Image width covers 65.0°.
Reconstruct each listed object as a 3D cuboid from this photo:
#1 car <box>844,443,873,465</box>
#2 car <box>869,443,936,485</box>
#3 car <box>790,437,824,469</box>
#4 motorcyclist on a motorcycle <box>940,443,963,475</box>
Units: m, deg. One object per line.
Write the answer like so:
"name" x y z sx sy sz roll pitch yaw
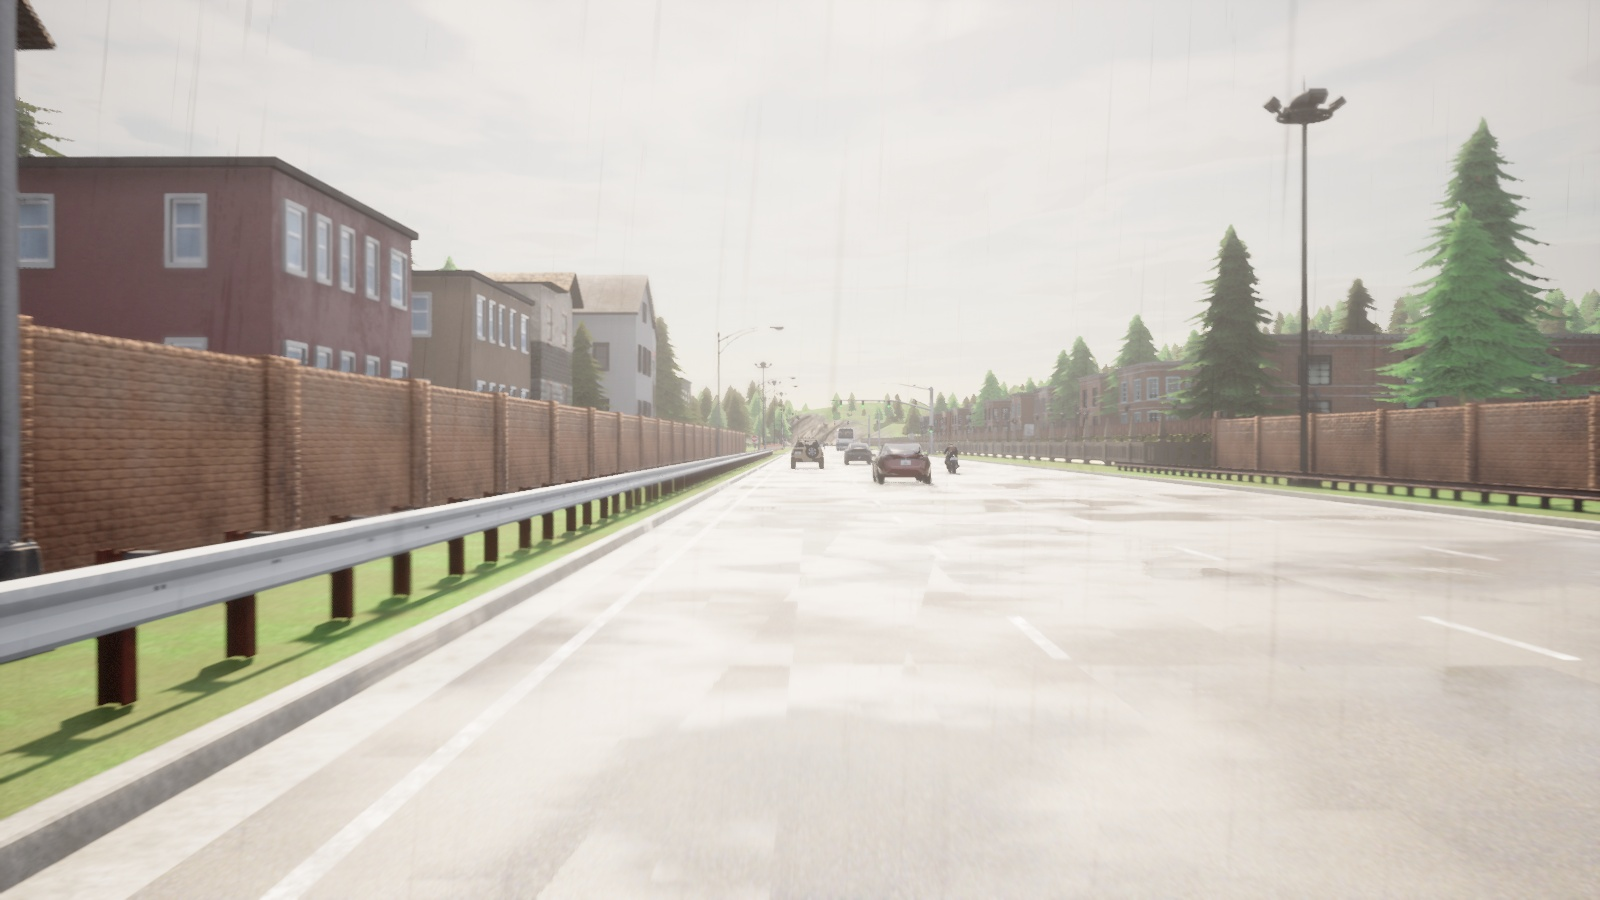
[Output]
"car" 4.009 0.269 86.719 1.837 1.490 4.892 0 1 0
"car" 3.783 0.485 47.119 2.163 1.488 4.792 0 0 0
"car" 0.435 0.149 73.891 1.932 1.855 4.605 0 0 0
"motorcyclist on a motorcycle" 7.362 0.445 61.009 0.866 1.530 2.191 0 0 0
